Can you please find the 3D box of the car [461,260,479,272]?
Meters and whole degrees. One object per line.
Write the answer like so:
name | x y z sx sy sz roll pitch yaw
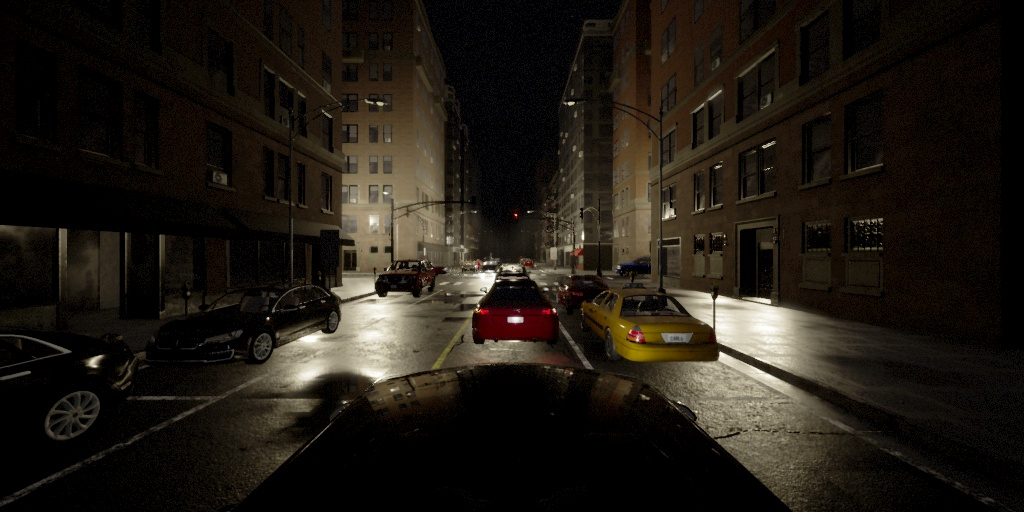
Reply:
car | -5.305 1.300 45.201 2.007 1.370 4.403 0 0 0

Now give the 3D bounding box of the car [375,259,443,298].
car | -5.357 1.065 18.737 2.192 1.841 5.009 0 0 0

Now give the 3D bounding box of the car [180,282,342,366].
car | -5.378 1.301 7.912 2.007 1.370 4.403 0 0 0

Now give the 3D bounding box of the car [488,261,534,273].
car | 0.033 1.242 19.439 2.128 1.511 4.902 0 0 0

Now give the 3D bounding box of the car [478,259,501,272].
car | -2.766 1.351 45.345 1.895 1.301 4.718 0 0 0

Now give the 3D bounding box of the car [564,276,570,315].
car | 2.658 1.332 13.300 1.802 1.307 4.207 0 0 0

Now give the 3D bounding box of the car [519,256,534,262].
car | 2.752 1.185 61.540 1.967 1.591 4.097 0 0 0

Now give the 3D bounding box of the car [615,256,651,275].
car | 12.489 1.035 33.345 5.566 2.045 2.150 0 0 2

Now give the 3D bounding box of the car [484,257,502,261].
car | -2.739 1.239 54.914 2.128 1.511 4.902 0 0 0

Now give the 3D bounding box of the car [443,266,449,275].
car | -8.625 1.269 33.303 5.357 1.411 2.033 0 0 0

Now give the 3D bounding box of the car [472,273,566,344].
car | 0.081 1.314 9.570 1.994 1.385 4.181 0 0 0

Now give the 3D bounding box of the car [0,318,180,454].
car | -5.388 1.300 2.499 2.007 1.370 4.403 0 0 0

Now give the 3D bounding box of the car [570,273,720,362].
car | 2.648 1.276 8.058 1.751 1.417 4.829 0 0 0
